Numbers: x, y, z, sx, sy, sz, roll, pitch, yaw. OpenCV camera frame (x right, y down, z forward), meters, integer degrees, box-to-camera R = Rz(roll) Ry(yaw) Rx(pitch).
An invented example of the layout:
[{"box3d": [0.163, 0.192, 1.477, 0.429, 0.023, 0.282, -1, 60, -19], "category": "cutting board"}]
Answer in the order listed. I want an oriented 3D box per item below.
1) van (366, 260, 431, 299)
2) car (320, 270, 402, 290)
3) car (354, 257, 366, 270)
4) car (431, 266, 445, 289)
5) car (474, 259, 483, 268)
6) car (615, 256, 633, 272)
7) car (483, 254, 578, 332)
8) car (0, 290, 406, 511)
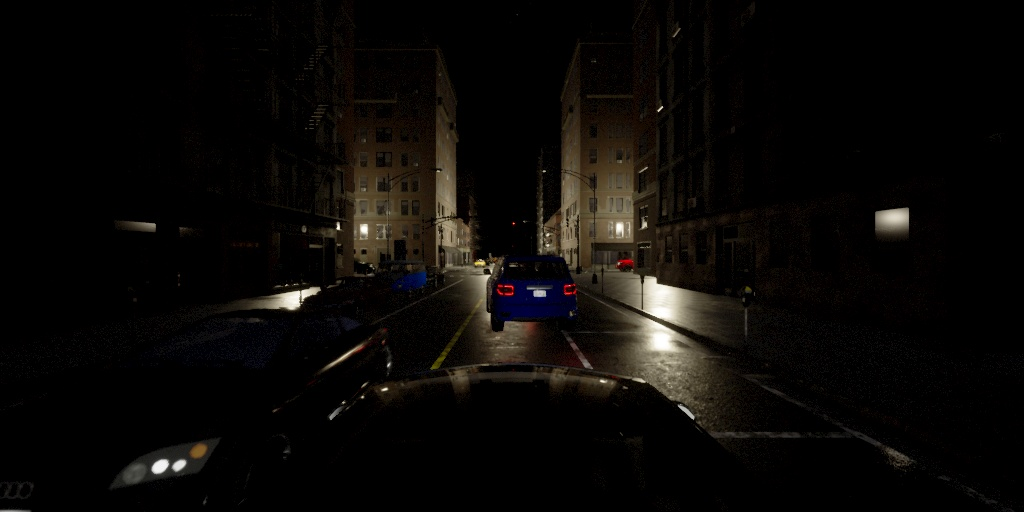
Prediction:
[{"box3d": [-5.393, 1.091, 17.614, 1.690, 1.789, 3.998, 0, 0, 0], "category": "van"}, {"box3d": [-5.394, 1.332, 12.208, 1.802, 1.307, 4.207, 0, 0, 0], "category": "car"}, {"box3d": [-18.233, 1.066, 40.064, 5.566, 2.045, 2.150, 0, 0, 0], "category": "car"}, {"box3d": [-5.392, 1.301, 23.020, 2.007, 1.370, 4.403, 0, 0, 0], "category": "car"}, {"box3d": [-5.393, 1.276, 60.813, 1.751, 1.417, 4.829, 0, 0, 0], "category": "car"}, {"box3d": [15.329, 0.880, 43.071, 5.566, 2.045, 2.150, 0, 0, 0], "category": "car"}, {"box3d": [0.360, 0.972, 11.051, 2.150, 2.045, 5.566, 0, 0, -6], "category": "car"}, {"box3d": [-2.847, 1.314, 4.003, 1.994, 1.385, 4.181, 0, 0, 0], "category": "car"}]
